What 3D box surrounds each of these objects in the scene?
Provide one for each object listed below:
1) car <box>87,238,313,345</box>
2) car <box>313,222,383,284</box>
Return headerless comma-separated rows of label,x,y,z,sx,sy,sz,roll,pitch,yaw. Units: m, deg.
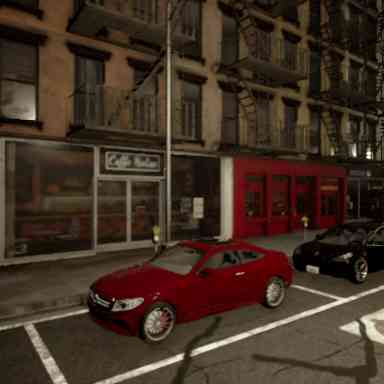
car,0.192,1.585,6.333,4.206,1.307,1.802,0,0,-36
car,4.813,1.574,9.633,4.313,1.339,1.947,0,0,-36
